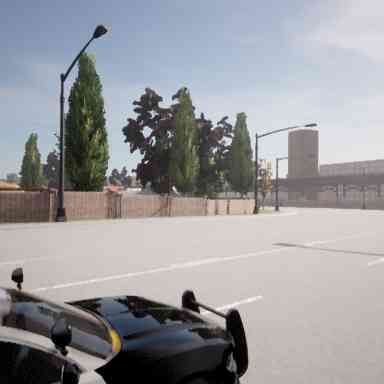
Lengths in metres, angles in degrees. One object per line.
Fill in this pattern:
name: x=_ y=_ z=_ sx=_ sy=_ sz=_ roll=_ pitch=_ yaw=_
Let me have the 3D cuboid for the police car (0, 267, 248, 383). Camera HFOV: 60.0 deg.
police car: x=-1.759 y=1.419 z=2.486 sx=5.238 sy=1.638 sz=1.930 roll=0 pitch=0 yaw=-35
